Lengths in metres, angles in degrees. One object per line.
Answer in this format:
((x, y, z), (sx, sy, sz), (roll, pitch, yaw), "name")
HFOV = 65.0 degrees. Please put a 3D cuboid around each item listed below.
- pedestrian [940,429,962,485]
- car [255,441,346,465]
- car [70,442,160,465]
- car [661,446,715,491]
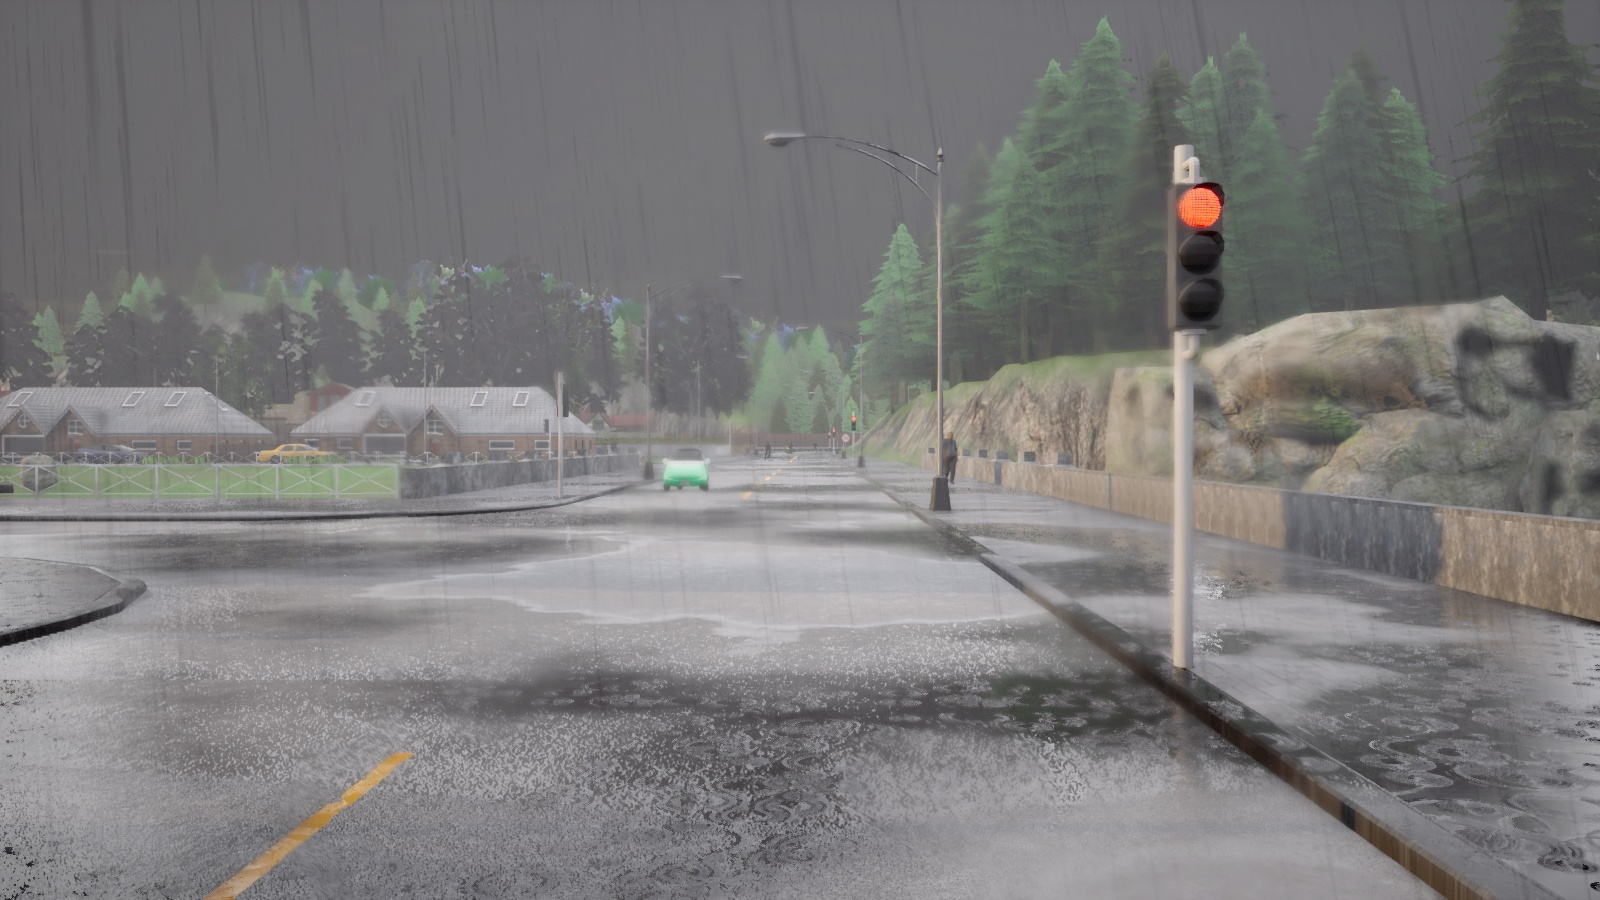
((4.966, 0.227, 41.310), (0.540, 1.848, 0.694), (0, 0, -7), "pedestrian")
((-33.316, 0.186, 83.800), (5.366, 1.575, 1.801), (0, 0, 1), "car")
((-45.762, 0.236, 83.948), (4.792, 1.488, 2.163), (0, 0, 1), "car")
((-3.512, 0.575, 39.511), (1.481, 1.376, 2.207), (0, 0, 1), "car")
